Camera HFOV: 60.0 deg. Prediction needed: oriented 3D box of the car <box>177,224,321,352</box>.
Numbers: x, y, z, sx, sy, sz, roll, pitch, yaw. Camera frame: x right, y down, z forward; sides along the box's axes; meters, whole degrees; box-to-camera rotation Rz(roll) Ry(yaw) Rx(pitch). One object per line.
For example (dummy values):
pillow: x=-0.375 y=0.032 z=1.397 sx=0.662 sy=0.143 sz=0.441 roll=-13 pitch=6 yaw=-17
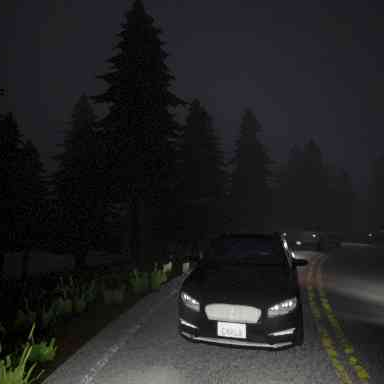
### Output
car: x=1.138 y=1.562 z=6.627 sx=2.128 sy=1.511 sz=4.902 roll=-1 pitch=-2 yaw=15

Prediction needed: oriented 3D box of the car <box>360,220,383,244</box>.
car: x=15.899 y=3.229 z=26.482 sx=5.566 sy=2.045 sz=2.150 roll=8 pitch=-8 yaw=-28

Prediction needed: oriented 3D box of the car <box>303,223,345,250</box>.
car: x=6.534 y=2.311 z=17.747 sx=1.895 sy=1.301 sz=4.718 roll=-3 pitch=-6 yaw=39

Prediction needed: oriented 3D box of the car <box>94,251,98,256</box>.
car: x=-20.222 y=13.650 z=73.007 sx=4.181 sy=1.381 sz=1.994 roll=-2 pitch=-5 yaw=31
